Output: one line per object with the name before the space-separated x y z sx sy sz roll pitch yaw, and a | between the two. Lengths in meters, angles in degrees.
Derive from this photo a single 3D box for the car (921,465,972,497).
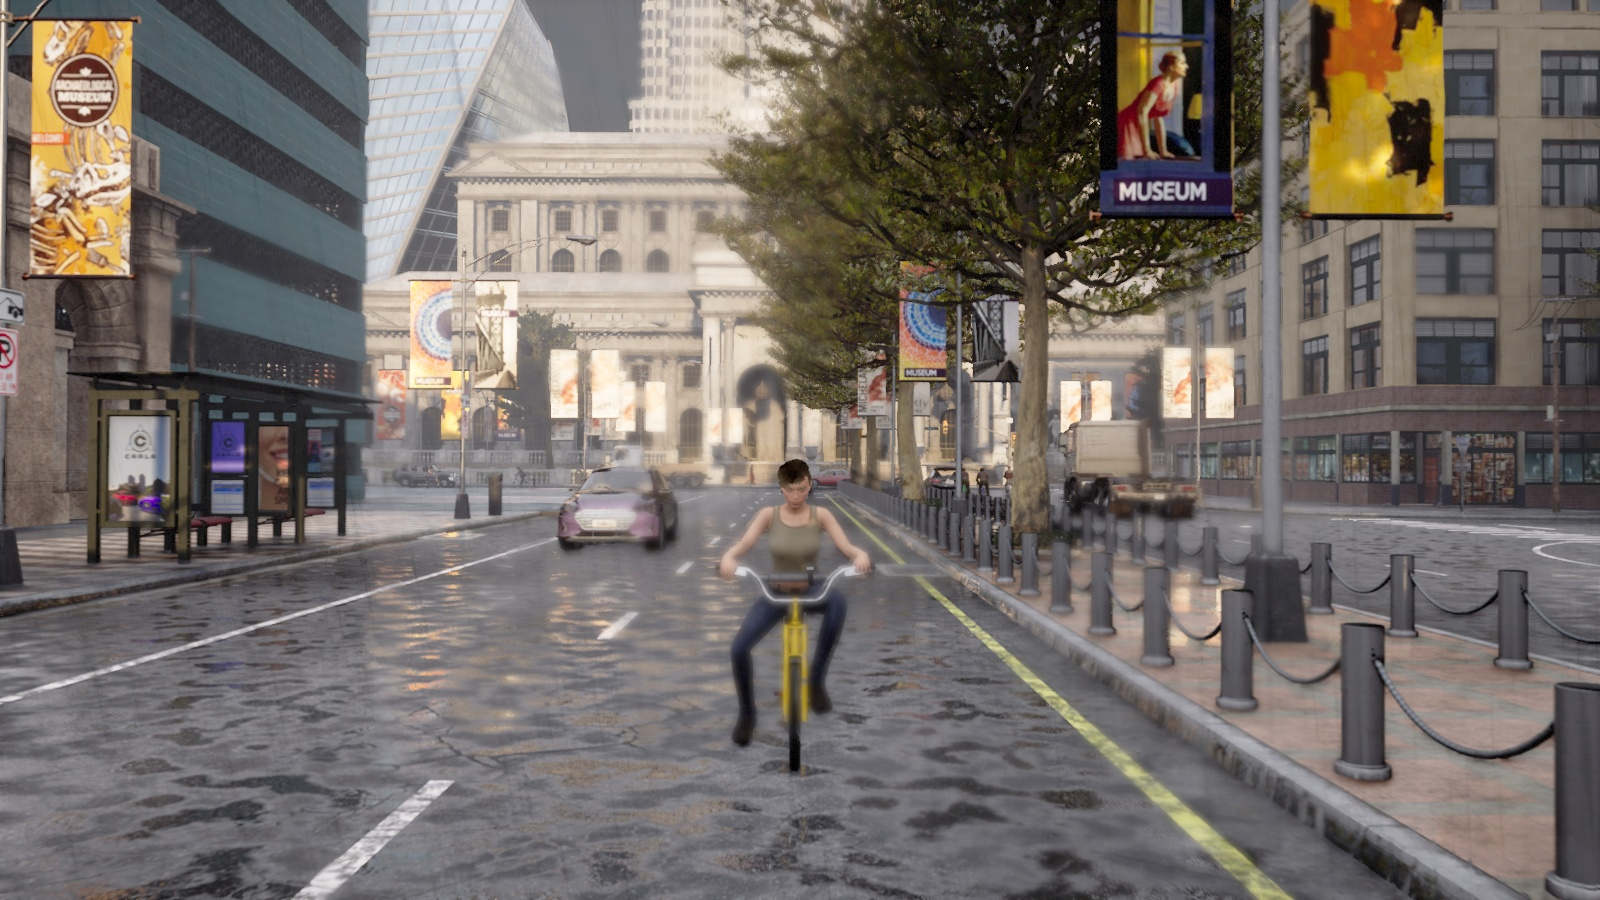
car | 7.844 1.629 67.565 2.242 1.667 4.611 0 -1 0

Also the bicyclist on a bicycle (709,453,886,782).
bicyclist on a bicycle | -0.021 0.850 6.942 0.866 1.612 1.509 0 -2 -1

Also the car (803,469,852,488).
car | 2.130 2.219 97.507 3.806 1.475 1.970 0 -1 0

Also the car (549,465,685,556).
car | -3.558 1.132 25.271 2.033 1.649 4.856 0 -1 0

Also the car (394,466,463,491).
car | -27.830 2.138 94.055 4.605 1.855 1.932 0 -1 0

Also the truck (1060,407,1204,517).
truck | 11.396 0.437 43.922 2.891 3.462 7.936 0 -1 0
